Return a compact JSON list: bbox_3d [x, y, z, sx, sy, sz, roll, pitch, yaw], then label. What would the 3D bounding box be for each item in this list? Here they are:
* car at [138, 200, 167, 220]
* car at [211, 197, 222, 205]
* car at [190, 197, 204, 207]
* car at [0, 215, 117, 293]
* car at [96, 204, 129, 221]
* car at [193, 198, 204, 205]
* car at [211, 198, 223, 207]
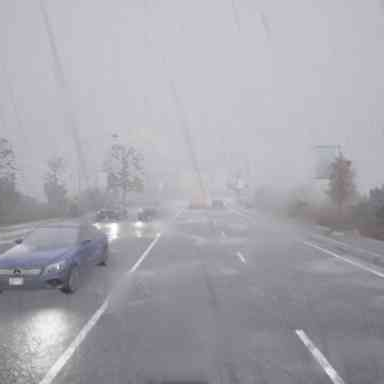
[{"bbox_3d":[-3.434,1.511,29.391,2.097,1.767,4.553,0,0,1],"label":"car"},{"bbox_3d":[4.907,1.852,66.624,2.128,1.511,4.902,0,0,4],"label":"car"},{"bbox_3d":[0.818,1.663,56.931,2.097,1.767,4.553,0,0,3],"label":"car"},{"bbox_3d":[-3.578,1.577,9.121,1.812,1.442,4.674,0,0,0],"label":"car"},{"bbox_3d":[-6.934,1.762,29.386,1.895,1.301,4.718,0,0,1],"label":"car"},{"bbox_3d":[1.417,1.929,66.882,1.994,1.385,4.181,0,0,4],"label":"car"},{"bbox_3d":[4.295,1.813,56.411,1.837,1.490,4.892,0,0,3],"label":"car"}]
